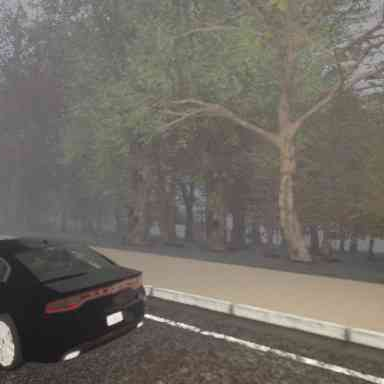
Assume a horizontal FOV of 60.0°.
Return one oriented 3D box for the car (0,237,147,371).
[{"bbox_3d":[-3.040,1.542,5.854,5.008,1.535,1.882,0,0,35],"label":"car"}]
